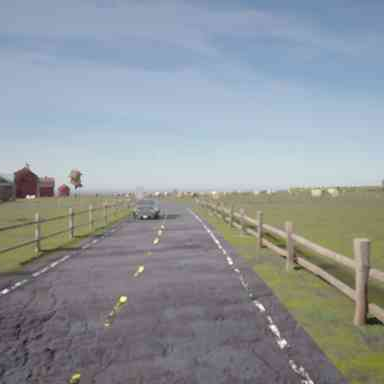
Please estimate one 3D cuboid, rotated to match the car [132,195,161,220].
[{"bbox_3d":[-3.736,1.331,27.896,2.097,1.767,4.553,0,0,-3],"label":"car"}]
